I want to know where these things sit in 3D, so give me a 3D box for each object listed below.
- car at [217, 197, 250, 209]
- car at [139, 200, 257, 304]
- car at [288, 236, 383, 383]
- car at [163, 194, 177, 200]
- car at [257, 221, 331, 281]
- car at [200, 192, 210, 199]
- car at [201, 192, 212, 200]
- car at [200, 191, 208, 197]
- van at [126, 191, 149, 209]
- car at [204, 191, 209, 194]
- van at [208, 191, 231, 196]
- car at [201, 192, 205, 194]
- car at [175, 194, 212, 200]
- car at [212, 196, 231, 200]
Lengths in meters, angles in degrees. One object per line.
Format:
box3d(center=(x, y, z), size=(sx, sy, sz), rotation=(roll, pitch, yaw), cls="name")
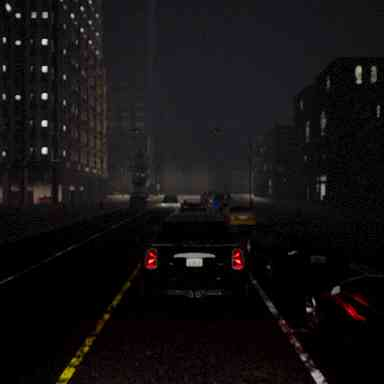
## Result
box3d(center=(2.694, 1.271, 19.849), size=(1.752, 1.417, 4.829), rotation=(1, 1, 0), cls="car")
box3d(center=(0.086, 1.248, 8.081), size=(2.097, 1.767, 4.553), rotation=(0, 1, 1), cls="car")
box3d(center=(2.700, 1.518, 3.646), size=(1.947, 1.339, 4.313), rotation=(1, 1, 0), cls="car")
box3d(center=(-3.025, 0.952, 47.589), size=(1.994, 1.385, 4.181), rotation=(0, 1, 0), cls="car")
box3d(center=(2.698, 1.447, 9.190), size=(1.947, 1.339, 4.313), rotation=(1, 1, 0), cls="car")
box3d(center=(2.672, 0.654, 68.975), size=(2.008, 1.369, 4.403), rotation=(1, 1, 0), cls="car")
box3d(center=(2.674, 0.742, 63.498), size=(1.947, 1.339, 4.313), rotation=(1, 1, 0), cls="car")
box3d(center=(2.791, 0.540, 79.927), size=(1.802, 1.307, 4.206), rotation=(1, 1, 0), cls="car")
box3d(center=(-5.690, 0.878, 36.102), size=(1.690, 1.788, 3.998), rotation=(1, 1, 0), cls="van")
box3d(center=(2.688, 0.977, 36.110), size=(1.967, 1.590, 4.097), rotation=(1, 1, 0), cls="car")
box3d(center=(2.693, 0.949, 30.632), size=(1.690, 1.788, 3.998), rotation=(1, 1, 0), cls="van")
box3d(center=(2.688, 0.781, 41.587), size=(2.192, 1.841, 5.009), rotation=(1, 1, 0), cls="car")
box3d(center=(0.088, 1.180, 24.318), size=(2.128, 1.511, 4.902), rotation=(0, 1, 0), cls="car")
box3d(center=(2.691, 1.229, 25.157), size=(2.008, 1.369, 4.403), rotation=(1, 1, 0), cls="car")
